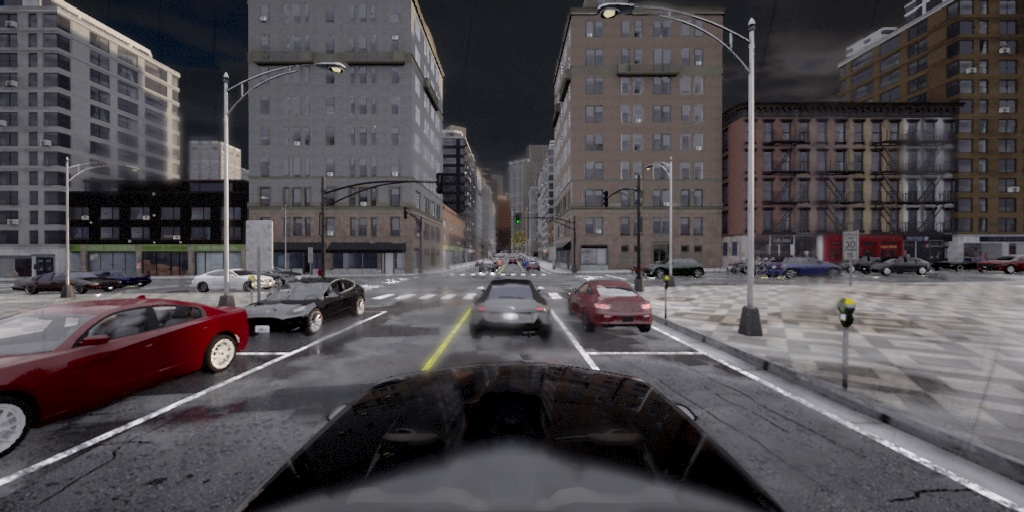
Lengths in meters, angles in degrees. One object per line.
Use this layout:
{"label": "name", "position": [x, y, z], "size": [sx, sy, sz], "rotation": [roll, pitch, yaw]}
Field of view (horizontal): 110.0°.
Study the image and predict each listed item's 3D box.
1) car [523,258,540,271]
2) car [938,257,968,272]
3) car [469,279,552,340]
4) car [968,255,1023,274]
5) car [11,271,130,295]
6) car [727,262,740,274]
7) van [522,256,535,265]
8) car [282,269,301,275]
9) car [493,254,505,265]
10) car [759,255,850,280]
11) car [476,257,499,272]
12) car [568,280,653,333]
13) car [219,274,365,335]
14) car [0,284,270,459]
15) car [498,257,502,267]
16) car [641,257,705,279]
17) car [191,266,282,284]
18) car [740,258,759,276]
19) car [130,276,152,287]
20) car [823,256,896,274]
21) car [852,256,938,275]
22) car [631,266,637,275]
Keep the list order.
{"label": "car", "position": [2.814, 1.312, 47.743], "size": [1.802, 1.307, 4.207], "rotation": [0, 0, 0]}
{"label": "car", "position": [41.802, 0.753, 33.089], "size": [4.718, 1.301, 1.895], "rotation": [-1, 0, 0]}
{"label": "car", "position": [-0.027, 1.322, 9.996], "size": [1.994, 1.385, 4.181], "rotation": [0, 0, 0]}
{"label": "car", "position": [41.891, 0.641, 29.837], "size": [5.008, 1.535, 1.882], "rotation": [-1, 0, 0]}
{"label": "car", "position": [-28.518, 1.702, 23.076], "size": [5.357, 1.411, 2.033], "rotation": [-1, 0, 0]}
{"label": "car", "position": [22.535, 0.906, 33.096], "size": [4.902, 1.511, 2.128], "rotation": [-1, 0, 0]}
{"label": "van", "position": [2.834, 1.060, 53.295], "size": [1.690, 1.789, 3.998], "rotation": [0, 0, 0]}
{"label": "car", "position": [-17.986, 1.499, 26.388], "size": [4.902, 1.511, 2.128], "rotation": [-1, 0, 4]}
{"label": "car", "position": [-2.942, 1.044, 65.097], "size": [2.097, 1.767, 4.553], "rotation": [0, 0, 1]}
{"label": "car", "position": [21.414, 0.808, 26.395], "size": [4.553, 1.767, 2.097], "rotation": [-1, 0, 0]}
{"label": "car", "position": [-3.053, 1.260, 45.538], "size": [1.812, 1.442, 4.674], "rotation": [0, 0, 2]}
{"label": "car", "position": [2.723, 1.340, 10.532], "size": [1.802, 1.307, 4.207], "rotation": [0, 0, 0]}
{"label": "car", "position": [-5.802, 1.324, 10.491], "size": [1.948, 1.339, 4.313], "rotation": [0, 0, 0]}
{"label": "car", "position": [-5.775, 1.298, 4.847], "size": [1.888, 1.381, 4.507], "rotation": [0, 0, 0]}
{"label": "car", "position": [-3.016, 1.263, 55.188], "size": [2.033, 1.411, 5.357], "rotation": [0, 0, 0]}
{"label": "car", "position": [13.344, 0.909, 29.833], "size": [4.553, 1.767, 2.097], "rotation": [-1, 0, 0]}
{"label": "car", "position": [-17.888, 1.545, 23.093], "size": [4.674, 1.442, 1.812], "rotation": [-1, 0, 0]}
{"label": "car", "position": [22.298, 0.922, 29.846], "size": [4.902, 1.511, 2.128], "rotation": [-1, 0, 0]}
{"label": "car", "position": [-29.516, 1.755, 26.324], "size": [4.718, 1.301, 1.895], "rotation": [-1, 0, 0]}
{"label": "car", "position": [32.006, 0.789, 33.104], "size": [4.892, 1.490, 1.837], "rotation": [-1, 0, 0]}
{"label": "car", "position": [31.763, 0.805, 29.852], "size": [4.892, 1.490, 1.837], "rotation": [-1, 0, 0]}
{"label": "car", "position": [13.494, 1.143, 33.085], "size": [4.718, 1.301, 1.895], "rotation": [-1, 0, 0]}
